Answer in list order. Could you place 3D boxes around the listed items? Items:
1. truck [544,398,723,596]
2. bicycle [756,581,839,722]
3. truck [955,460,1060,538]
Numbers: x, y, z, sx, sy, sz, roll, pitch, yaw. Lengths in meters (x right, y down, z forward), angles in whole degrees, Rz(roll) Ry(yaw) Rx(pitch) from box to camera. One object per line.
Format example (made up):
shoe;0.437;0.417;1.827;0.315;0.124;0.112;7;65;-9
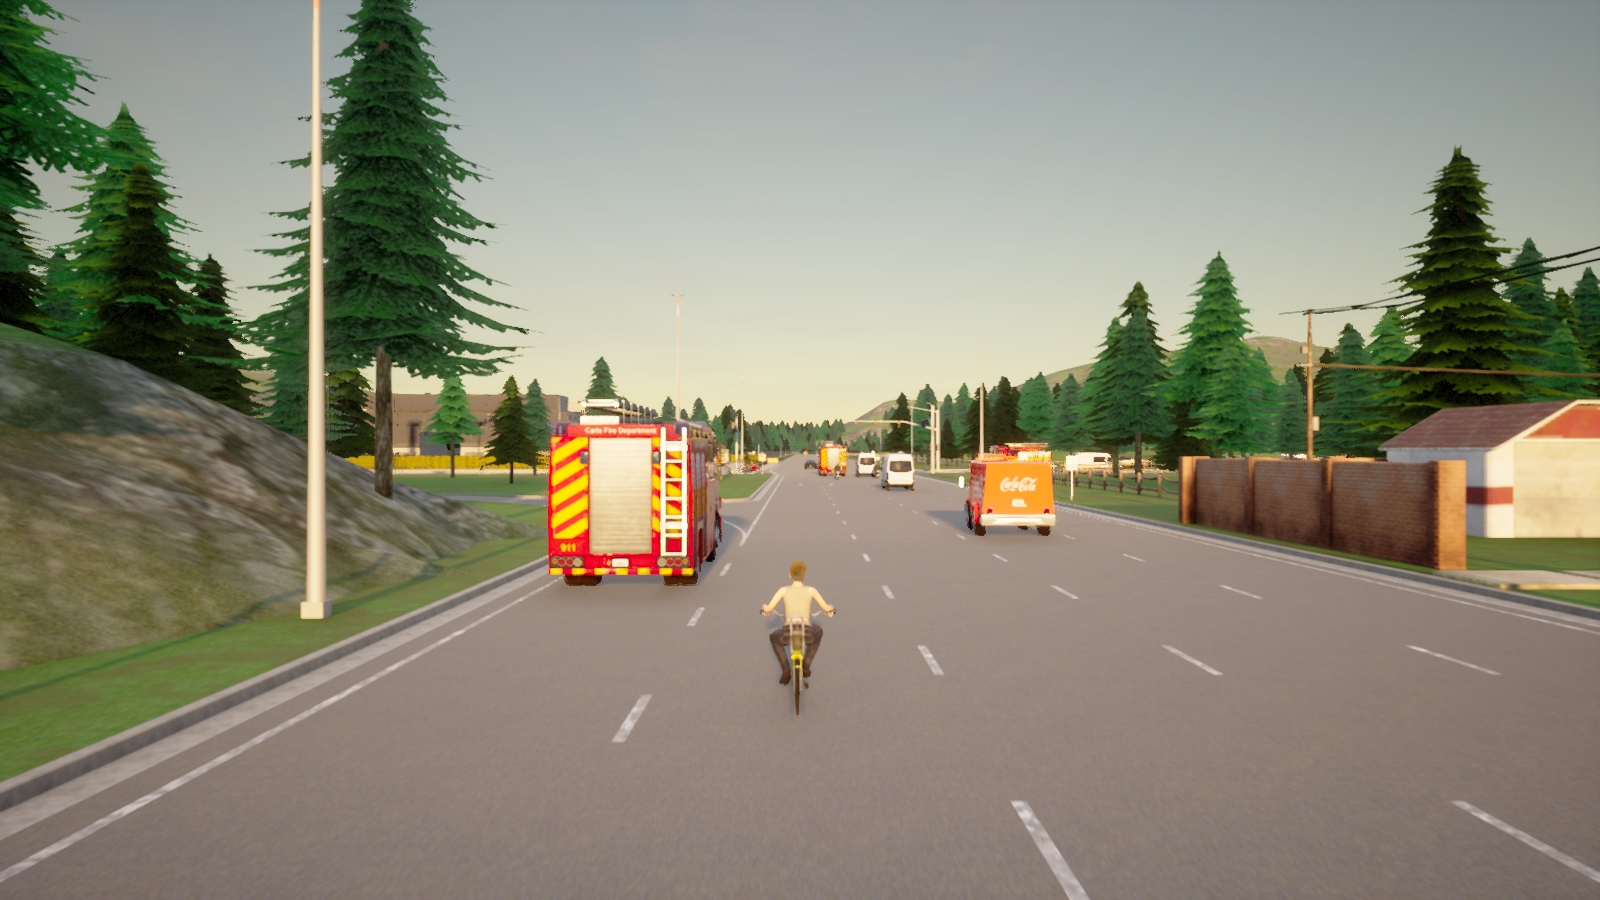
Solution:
truck;-3.503;0.907;26.314;2.891;3.827;8.468;0;0;0
bicycle;-0.025;2.166;12.538;0.859;1.276;1.487;0;0;0
truck;6.990;1.593;39.104;2.627;2.467;5.204;0;0;0
